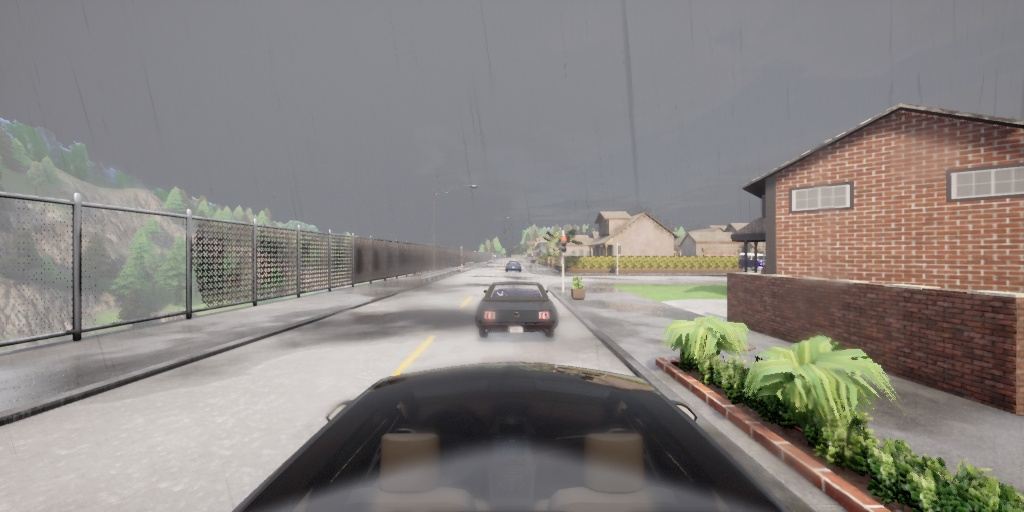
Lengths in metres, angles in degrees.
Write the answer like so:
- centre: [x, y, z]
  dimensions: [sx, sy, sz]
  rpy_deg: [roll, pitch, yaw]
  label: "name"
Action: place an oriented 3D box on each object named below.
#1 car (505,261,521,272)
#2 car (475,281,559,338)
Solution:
- centre: [0.184, 1.314, 45.441]
  dimensions: [1.994, 1.385, 4.181]
  rpy_deg: [0, 0, 0]
  label: "car"
- centre: [0.115, 1.351, 10.184]
  dimensions: [1.895, 1.301, 4.718]
  rpy_deg: [0, 0, 0]
  label: "car"
